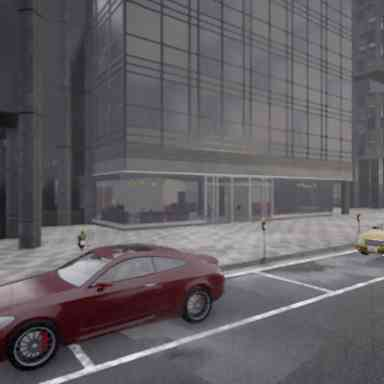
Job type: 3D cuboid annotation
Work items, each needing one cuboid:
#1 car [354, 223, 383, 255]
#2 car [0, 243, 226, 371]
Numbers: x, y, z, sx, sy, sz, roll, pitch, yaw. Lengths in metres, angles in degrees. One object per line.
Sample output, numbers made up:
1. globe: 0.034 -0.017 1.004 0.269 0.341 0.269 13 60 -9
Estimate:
1. car: 7.746 1.512 12.071 4.829 1.417 1.752 0 0 -36
2. car: -1.290 1.579 5.613 4.206 1.307 1.802 0 0 -36
